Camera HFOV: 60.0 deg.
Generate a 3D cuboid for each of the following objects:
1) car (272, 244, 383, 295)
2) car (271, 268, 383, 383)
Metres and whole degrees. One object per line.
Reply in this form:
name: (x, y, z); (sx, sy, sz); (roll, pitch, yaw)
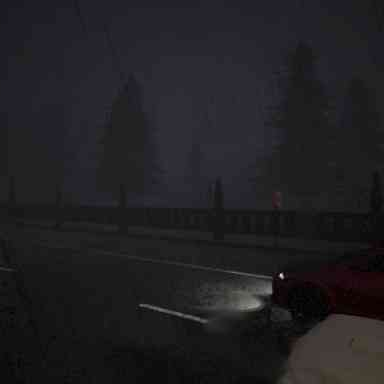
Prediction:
car: (3.549, 1.574, 5.762); (4.181, 1.385, 1.994); (0, 0, 35)
car: (2.876, 1.595, 1.945); (4.718, 1.301, 1.895); (0, 0, 35)
